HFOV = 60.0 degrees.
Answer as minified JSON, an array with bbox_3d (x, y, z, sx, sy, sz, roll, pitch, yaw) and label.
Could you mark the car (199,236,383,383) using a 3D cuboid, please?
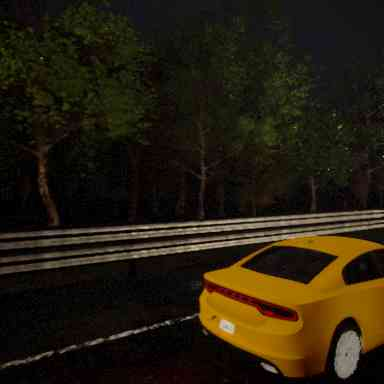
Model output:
[{"bbox_3d":[2.444,1.480,5.472,5.008,1.535,1.882,0,0,-35],"label":"car"}]
